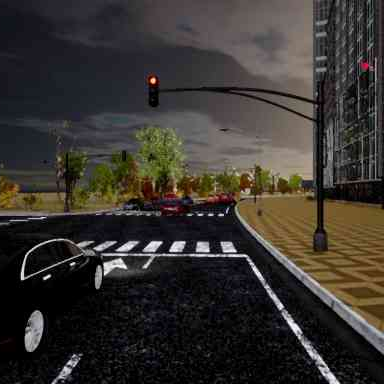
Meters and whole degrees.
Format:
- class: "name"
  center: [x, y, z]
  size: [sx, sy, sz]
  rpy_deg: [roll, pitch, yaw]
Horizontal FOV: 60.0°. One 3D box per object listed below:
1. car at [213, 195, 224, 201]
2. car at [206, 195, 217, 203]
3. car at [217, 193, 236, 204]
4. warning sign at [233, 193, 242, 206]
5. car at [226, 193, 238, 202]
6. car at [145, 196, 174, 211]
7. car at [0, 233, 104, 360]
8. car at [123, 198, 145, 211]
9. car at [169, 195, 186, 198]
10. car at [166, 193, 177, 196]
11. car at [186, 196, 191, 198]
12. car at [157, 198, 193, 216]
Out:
- class: "car"
  center: [6.469, 1.392, 80.534]
  size: [1.812, 1.442, 4.674]
  rpy_deg: [0, 0, 14]
- class: "car"
  center: [4.324, 1.362, 70.802]
  size: [2.097, 1.767, 4.553]
  rpy_deg: [0, 0, 12]
- class: "car"
  center: [6.843, 1.232, 66.131]
  size: [2.150, 2.045, 5.566]
  rpy_deg: [0, 0, 12]
- class: "warning sign"
  center: [6.554, 1.122, 48.257]
  size: [1.300, 1.860, 1.060]
  rpy_deg: [0, 0, 8]
- class: "car"
  center: [9.787, 1.246, 80.433]
  size: [2.150, 2.045, 5.566]
  rpy_deg: [0, 0, 14]
- class: "car"
  center: [-3.926, 1.564, 40.701]
  size: [1.994, 1.385, 4.181]
  rpy_deg: [0, 0, 7]
- class: "car"
  center: [-3.011, 1.504, 5.935]
  size: [1.837, 1.490, 4.892]
  rpy_deg: [0, 0, 1]
- class: "car"
  center: [-7.104, 1.524, 41.486]
  size: [1.812, 1.442, 4.674]
  rpy_deg: [0, 0, 7]
- class: "car"
  center: [-2.608, 1.603, 50.593]
  size: [1.895, 1.301, 4.718]
  rpy_deg: [0, 0, 9]
- class: "car"
  center: [-3.987, 1.226, 62.191]
  size: [2.150, 2.045, 5.566]
  rpy_deg: [0, 0, 10]
- class: "car"
  center: [-0.933, 1.532, 60.760]
  size: [1.812, 1.442, 4.674]
  rpy_deg: [0, 0, 10]
- class: "car"
  center: [-1.587, 1.564, 33.377]
  size: [1.994, 1.385, 4.181]
  rpy_deg: [0, 0, 14]
